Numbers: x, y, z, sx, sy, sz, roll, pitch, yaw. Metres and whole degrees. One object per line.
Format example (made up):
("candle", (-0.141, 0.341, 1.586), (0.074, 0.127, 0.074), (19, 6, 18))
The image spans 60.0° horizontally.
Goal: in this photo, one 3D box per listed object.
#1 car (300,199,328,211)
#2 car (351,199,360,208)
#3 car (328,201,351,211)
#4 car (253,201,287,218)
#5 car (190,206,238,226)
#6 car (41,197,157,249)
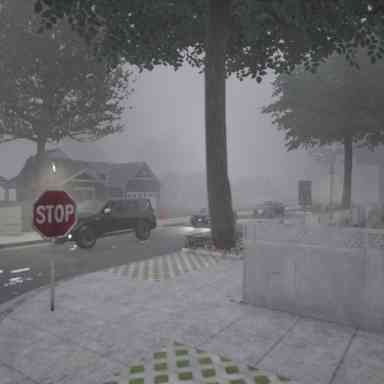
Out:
("car", (15.621, 1.674, 43.373), (2.128, 1.511, 4.902), (1, 0, 35))
("car", (24.090, 1.809, 50.497), (1.994, 1.385, 4.181), (1, 0, 34))
("car", (18.399, 1.773, 42.362), (1.994, 1.385, 4.181), (1, 0, 36))
("car", (7.535, 1.620, 31.915), (2.128, 1.511, 4.902), (1, 0, 35))
("car", (1.629, 1.654, 23.477), (1.994, 1.385, 4.181), (1, 0, 34))
("car", (-4.002, 1.274, 15.388), (2.150, 2.045, 5.566), (1, 0, 35))
